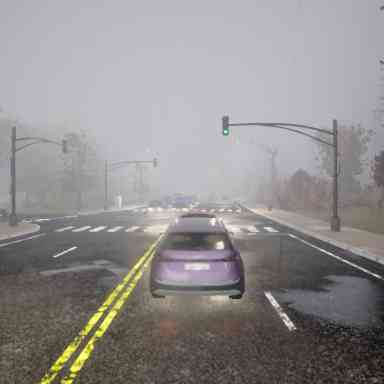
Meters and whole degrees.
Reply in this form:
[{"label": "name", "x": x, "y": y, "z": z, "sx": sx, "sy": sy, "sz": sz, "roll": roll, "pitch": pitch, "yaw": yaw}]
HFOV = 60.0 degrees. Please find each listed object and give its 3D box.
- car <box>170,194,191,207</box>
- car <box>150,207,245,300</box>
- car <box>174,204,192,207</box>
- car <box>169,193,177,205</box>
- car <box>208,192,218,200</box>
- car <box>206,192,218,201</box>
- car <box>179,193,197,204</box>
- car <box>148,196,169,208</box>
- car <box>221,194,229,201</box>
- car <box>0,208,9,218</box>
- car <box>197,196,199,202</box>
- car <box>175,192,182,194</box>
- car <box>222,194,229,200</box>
[{"label": "car", "x": -1.605, "y": 1.425, "z": 48.076, "sx": 1.882, "sy": 1.535, "sz": 5.008, "roll": 0, "pitch": 0, "yaw": 4}, {"label": "car", "x": 0.120, "y": 1.427, "z": 8.417, "sx": 2.033, "sy": 1.649, "sz": 4.856, "roll": 0, "pitch": 1, "yaw": 1}, {"label": "car", "x": 0.236, "y": 1.480, "z": 13.297, "sx": 1.882, "sy": 1.535, "sz": 5.008, "roll": 0, "pitch": 0, "yaw": 2}, {"label": "car", "x": -4.236, "y": 1.409, "z": 56.273, "sx": 1.882, "sy": 1.535, "sz": 5.008, "roll": 0, "pitch": 1, "yaw": 5}, {"label": "car", "x": 5.632, "y": 1.032, "z": 87.818, "sx": 2.150, "sy": 2.045, "sz": 5.566, "roll": 0, "pitch": 0, "yaw": 7}, {"label": "car", "x": 4.443, "y": 1.408, "z": 77.888, "sx": 1.994, "sy": 1.385, "sz": 4.181, "roll": 0, "pitch": 0, "yaw": 6}, {"label": "car", "x": -0.787, "y": 1.401, "z": 58.517, "sx": 1.882, "sy": 1.535, "sz": 5.008, "roll": 0, "pitch": 0, "yaw": 5}, {"label": "car", "x": -4.896, "y": 1.515, "z": 47.406, "sx": 1.994, "sy": 1.385, "sz": 4.181, "roll": 0, "pitch": 0, "yaw": 5}, {"label": "car", "x": 7.634, "y": 1.448, "z": 77.167, "sx": 1.895, "sy": 1.301, "sz": 4.718, "roll": 0, "pitch": 0, "yaw": 6}, {"label": "car", "x": -18.936, "y": 1.759, "z": 29.705, "sx": 4.718, "sy": 1.301, "sz": 1.895, "roll": -1, "pitch": -1, "yaw": 9}, {"label": "car", "x": 0.305, "y": 1.367, "z": 69.685, "sx": 1.882, "sy": 1.535, "sz": 5.008, "roll": 0, "pitch": 0, "yaw": 6}, {"label": "car", "x": -2.909, "y": 1.117, "z": 70.209, "sx": 2.150, "sy": 2.045, "sz": 5.566, "roll": 0, "pitch": 0, "yaw": 6}, {"label": "car", "x": 8.853, "y": 1.304, "z": 87.387, "sx": 1.837, "sy": 1.490, "sz": 4.892, "roll": 0, "pitch": 0, "yaw": 7}]
